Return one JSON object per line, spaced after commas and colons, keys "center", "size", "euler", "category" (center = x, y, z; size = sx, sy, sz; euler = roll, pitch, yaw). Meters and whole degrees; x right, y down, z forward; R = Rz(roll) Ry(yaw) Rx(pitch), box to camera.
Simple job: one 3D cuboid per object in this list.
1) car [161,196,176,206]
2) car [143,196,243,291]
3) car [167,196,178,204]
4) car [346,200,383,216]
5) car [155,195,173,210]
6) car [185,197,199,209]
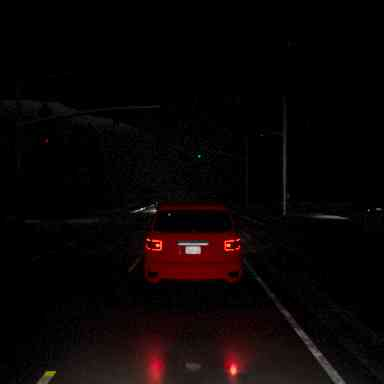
{"center": [-3.712, 1.491, 54.019], "size": [2.128, 1.511, 4.902], "euler": [0, 0, 0], "category": "car"}
{"center": [0.038, 1.221, 9.127], "size": [2.150, 2.045, 5.566], "euler": [0, 0, 0], "category": "car"}
{"center": [-3.699, 1.564, 63.905], "size": [1.994, 1.385, 4.181], "euler": [0, 0, 0], "category": "car"}
{"center": [16.483, 1.520, 29.941], "size": [4.892, 1.490, 1.837], "euler": [0, 0, -2], "category": "car"}
{"center": [-3.694, 1.352, 44.524], "size": [2.097, 1.767, 4.553], "euler": [0, 0, 0], "category": "car"}
{"center": [0.004, 1.505, 45.561], "size": [1.837, 1.490, 4.892], "euler": [0, 0, 0], "category": "car"}
